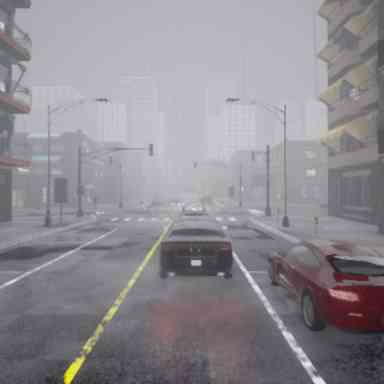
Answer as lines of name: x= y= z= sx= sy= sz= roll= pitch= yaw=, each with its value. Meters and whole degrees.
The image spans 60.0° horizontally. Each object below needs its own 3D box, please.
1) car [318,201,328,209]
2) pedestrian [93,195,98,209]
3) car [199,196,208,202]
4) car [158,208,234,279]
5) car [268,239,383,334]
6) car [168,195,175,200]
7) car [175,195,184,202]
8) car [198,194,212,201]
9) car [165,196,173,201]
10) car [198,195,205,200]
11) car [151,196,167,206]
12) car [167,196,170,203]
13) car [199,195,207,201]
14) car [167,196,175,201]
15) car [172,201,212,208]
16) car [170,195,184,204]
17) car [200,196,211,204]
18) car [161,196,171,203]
car: x=17.490 y=1.344 z=40.102 sx=4.313 sy=1.339 sz=1.947 roll=-1 pitch=1 yaw=0
pedestrian: x=-12.510 y=1.277 z=43.040 sx=0.375 sy=1.860 sz=0.375 roll=0 pitch=1 yaw=0
car: x=2.694 y=1.580 z=77.881 sx=1.947 sy=1.339 sz=4.313 roll=0 pitch=0 yaw=0
car: x=0.100 y=1.472 z=10.082 sx=1.882 sy=1.535 sz=5.008 roll=0 pitch=0 yaw=0
car: x=2.692 y=1.578 z=6.552 sx=1.802 sy=1.307 sz=4.206 roll=0 pitch=0 yaw=0
car: x=-5.686 y=1.563 z=94.285 sx=1.752 sy=1.417 sz=4.829 roll=0 pitch=0 yaw=0
car: x=-2.996 y=1.542 z=80.576 sx=1.812 sy=1.442 sz=4.674 roll=0 pitch=0 yaw=0
car: x=2.694 y=1.315 z=61.304 sx=2.192 sy=1.841 sz=5.009 roll=0 pitch=0 yaw=0
car: x=-5.686 y=1.604 z=83.406 sx=1.802 sy=1.307 sz=4.206 roll=0 pitch=0 yaw=0
car: x=2.695 y=1.619 z=94.455 sx=1.802 sy=1.307 sz=4.206 roll=0 pitch=0 yaw=0
car: x=-5.775 y=1.541 z=55.782 sx=1.887 sy=1.381 sz=4.507 roll=0 pitch=0 yaw=0
car: x=-5.687 y=1.566 z=61.304 sx=1.947 sy=1.339 sz=4.313 roll=0 pitch=0 yaw=0
car: x=2.694 y=1.572 z=83.406 sx=2.008 sy=1.369 sz=4.403 roll=0 pitch=0 yaw=0
car: x=-5.686 y=1.611 z=88.930 sx=1.802 sy=1.307 sz=4.206 roll=0 pitch=0 yaw=0
car: x=0.102 y=1.483 z=19.460 sx=2.128 sy=1.511 sz=4.902 roll=0 pitch=0 yaw=0
car: x=-3.008 y=1.550 z=65.097 sx=2.033 sy=1.411 sz=5.357 roll=0 pitch=0 yaw=0
car: x=2.694 y=1.570 z=66.830 sx=1.947 sy=1.339 sz=4.313 roll=0 pitch=0 yaw=0
car: x=-5.686 y=1.535 z=72.185 sx=1.752 sy=1.417 sz=4.829 roll=0 pitch=0 yaw=0
